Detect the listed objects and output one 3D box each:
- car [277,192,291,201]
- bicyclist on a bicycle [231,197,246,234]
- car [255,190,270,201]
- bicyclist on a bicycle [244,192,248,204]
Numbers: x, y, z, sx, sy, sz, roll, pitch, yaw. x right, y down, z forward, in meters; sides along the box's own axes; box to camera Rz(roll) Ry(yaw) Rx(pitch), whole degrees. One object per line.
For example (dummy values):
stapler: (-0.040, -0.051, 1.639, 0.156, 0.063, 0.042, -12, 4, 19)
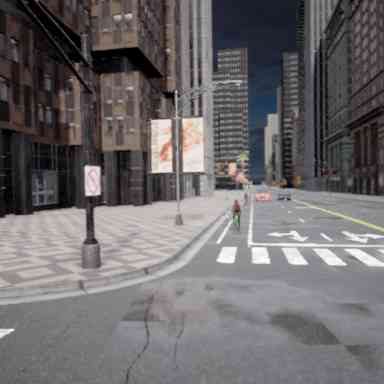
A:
car: (14.260, 0.652, 51.714, 2.033, 1.411, 5.357, -1, 1, 10)
bicyclist on a bicycle: (2.168, 1.196, 16.191, 0.582, 1.620, 1.656, -1, 1, 10)
car: (11.065, 0.494, 52.326, 2.097, 1.767, 4.553, -1, 1, 10)
bicyclist on a bicycle: (6.262, 0.841, 38.570, 0.582, 1.620, 1.656, -1, 1, 10)
